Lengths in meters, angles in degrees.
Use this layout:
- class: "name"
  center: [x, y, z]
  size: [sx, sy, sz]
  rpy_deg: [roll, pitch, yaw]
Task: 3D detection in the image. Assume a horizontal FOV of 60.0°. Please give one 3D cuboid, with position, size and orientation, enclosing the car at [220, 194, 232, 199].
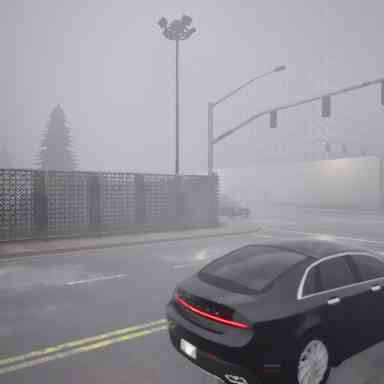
- class: "car"
  center: [2.794, 1.178, 35.610]
  size: [2.150, 2.045, 5.566]
  rpy_deg: [0, 0, -35]

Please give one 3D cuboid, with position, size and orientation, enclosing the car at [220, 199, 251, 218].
- class: "car"
  center: [2.999, 1.555, 29.211]
  size: [1.895, 1.301, 4.718]
  rpy_deg: [0, 0, -34]

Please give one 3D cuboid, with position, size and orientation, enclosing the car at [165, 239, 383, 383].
- class: "car"
  center: [1.937, 1.508, 5.162]
  size: [4.892, 1.490, 1.837]
  rpy_deg: [0, 0, -35]
